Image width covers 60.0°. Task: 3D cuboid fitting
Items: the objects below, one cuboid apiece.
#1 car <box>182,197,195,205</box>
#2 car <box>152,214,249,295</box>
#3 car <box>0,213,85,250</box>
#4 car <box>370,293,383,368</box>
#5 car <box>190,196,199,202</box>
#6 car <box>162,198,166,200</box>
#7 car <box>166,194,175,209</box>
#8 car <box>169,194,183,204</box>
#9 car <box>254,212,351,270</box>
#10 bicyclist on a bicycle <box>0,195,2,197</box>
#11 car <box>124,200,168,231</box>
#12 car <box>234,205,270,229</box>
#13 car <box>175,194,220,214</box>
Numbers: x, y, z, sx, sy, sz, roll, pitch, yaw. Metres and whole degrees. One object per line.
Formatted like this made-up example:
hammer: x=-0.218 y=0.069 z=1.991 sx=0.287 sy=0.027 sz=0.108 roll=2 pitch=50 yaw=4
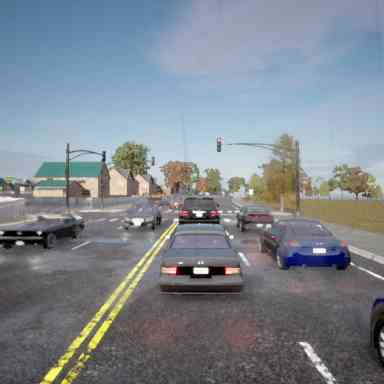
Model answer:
car: x=-0.639 y=1.716 z=64.424 sx=1.895 sy=1.301 sz=4.718 roll=0 pitch=0 yaw=5
car: x=0.206 y=1.553 z=8.859 sx=2.033 sy=1.411 sz=5.357 roll=0 pitch=0 yaw=1
car: x=-6.388 y=1.613 z=14.626 sx=1.895 sy=1.301 sz=4.718 roll=0 pitch=0 yaw=1
car: x=3.385 y=1.353 z=2.548 sx=2.097 sy=1.767 sz=4.553 roll=0 pitch=0 yaw=0
car: x=0.680 y=1.680 z=79.518 sx=1.812 sy=1.442 sz=4.674 roll=0 pitch=0 yaw=5
car: x=-4.466 y=1.661 z=56.968 sx=1.994 sy=1.385 sz=4.181 roll=0 pitch=0 yaw=4
car: x=-1.882 y=1.421 z=46.363 sx=2.097 sy=1.767 sz=4.553 roll=0 pitch=0 yaw=3
car: x=-3.326 y=1.368 z=71.126 sx=2.150 sy=2.045 sz=5.566 roll=0 pitch=0 yaw=5
car: x=3.502 y=1.570 z=11.068 sx=1.994 sy=1.385 sz=4.181 roll=0 pitch=0 yaw=1
bicyclist on a bicycle: x=-23.940 y=1.036 z=41.330 sx=0.582 sy=1.620 sz=1.656 roll=1 pitch=-1 yaw=16
car: x=-2.970 y=1.511 z=20.981 sx=2.128 sy=1.511 sz=4.902 roll=0 pitch=0 yaw=2
car: x=3.692 y=1.520 z=19.961 sx=1.837 sy=1.490 sz=4.892 roll=0 pitch=0 yaw=3
car: x=0.425 y=1.237 z=19.106 sx=2.150 sy=2.045 sz=5.566 roll=0 pitch=0 yaw=1
